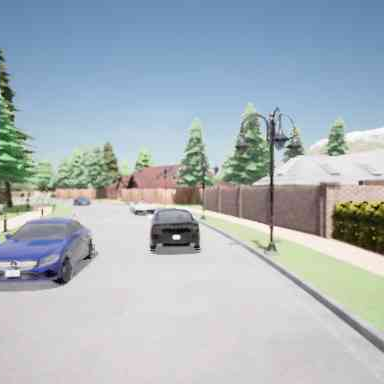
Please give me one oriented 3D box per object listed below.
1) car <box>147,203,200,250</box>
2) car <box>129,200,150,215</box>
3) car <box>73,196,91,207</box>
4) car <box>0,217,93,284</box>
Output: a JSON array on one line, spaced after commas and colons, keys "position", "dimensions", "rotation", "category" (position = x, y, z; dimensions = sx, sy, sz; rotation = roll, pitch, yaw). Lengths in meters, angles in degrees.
[{"position": [-0.834, 1.423, 14.108], "dimensions": [1.882, 1.535, 5.008], "rotation": [0, 0, -7], "category": "car"}, {"position": [-5.018, 1.475, 32.782], "dimensions": [1.895, 1.301, 4.718], "rotation": [0, 0, -18], "category": "car"}, {"position": [-16.226, 1.339, 49.007], "dimensions": [1.812, 1.442, 4.674], "rotation": [0, 0, -30], "category": "car"}, {"position": [-4.065, 1.489, 9.492], "dimensions": [1.812, 1.442, 4.674], "rotation": [0, 0, -5], "category": "car"}]
